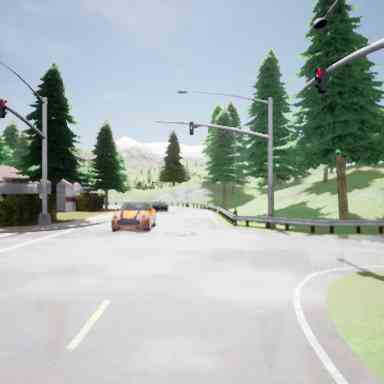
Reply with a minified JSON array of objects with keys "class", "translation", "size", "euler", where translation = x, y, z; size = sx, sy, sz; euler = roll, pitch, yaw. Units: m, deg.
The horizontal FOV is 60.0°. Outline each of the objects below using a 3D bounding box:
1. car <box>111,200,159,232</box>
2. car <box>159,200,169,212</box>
[{"class":"car","translation":[-3.434,1.347,20.213],"size":[2.097,1.767,4.553],"euler":[0,0,0]},{"class":"car","translation":[-3.649,1.589,37.845],"size":[1.895,1.301,4.718],"euler":[0,0,-7]}]
